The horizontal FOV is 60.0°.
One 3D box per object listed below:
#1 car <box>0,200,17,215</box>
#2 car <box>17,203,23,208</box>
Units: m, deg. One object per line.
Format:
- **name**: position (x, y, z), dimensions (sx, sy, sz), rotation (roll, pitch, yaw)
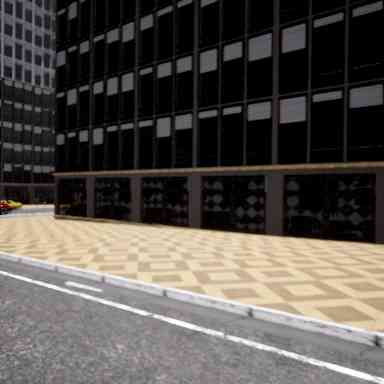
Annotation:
- **car**: position (-21.742, 1.585, 34.960), dimensions (2.192, 1.841, 5.009), rotation (0, 0, 36)
- **car**: position (-25.235, 1.723, 44.337), dimensions (1.752, 1.417, 4.829), rotation (0, 0, 36)
